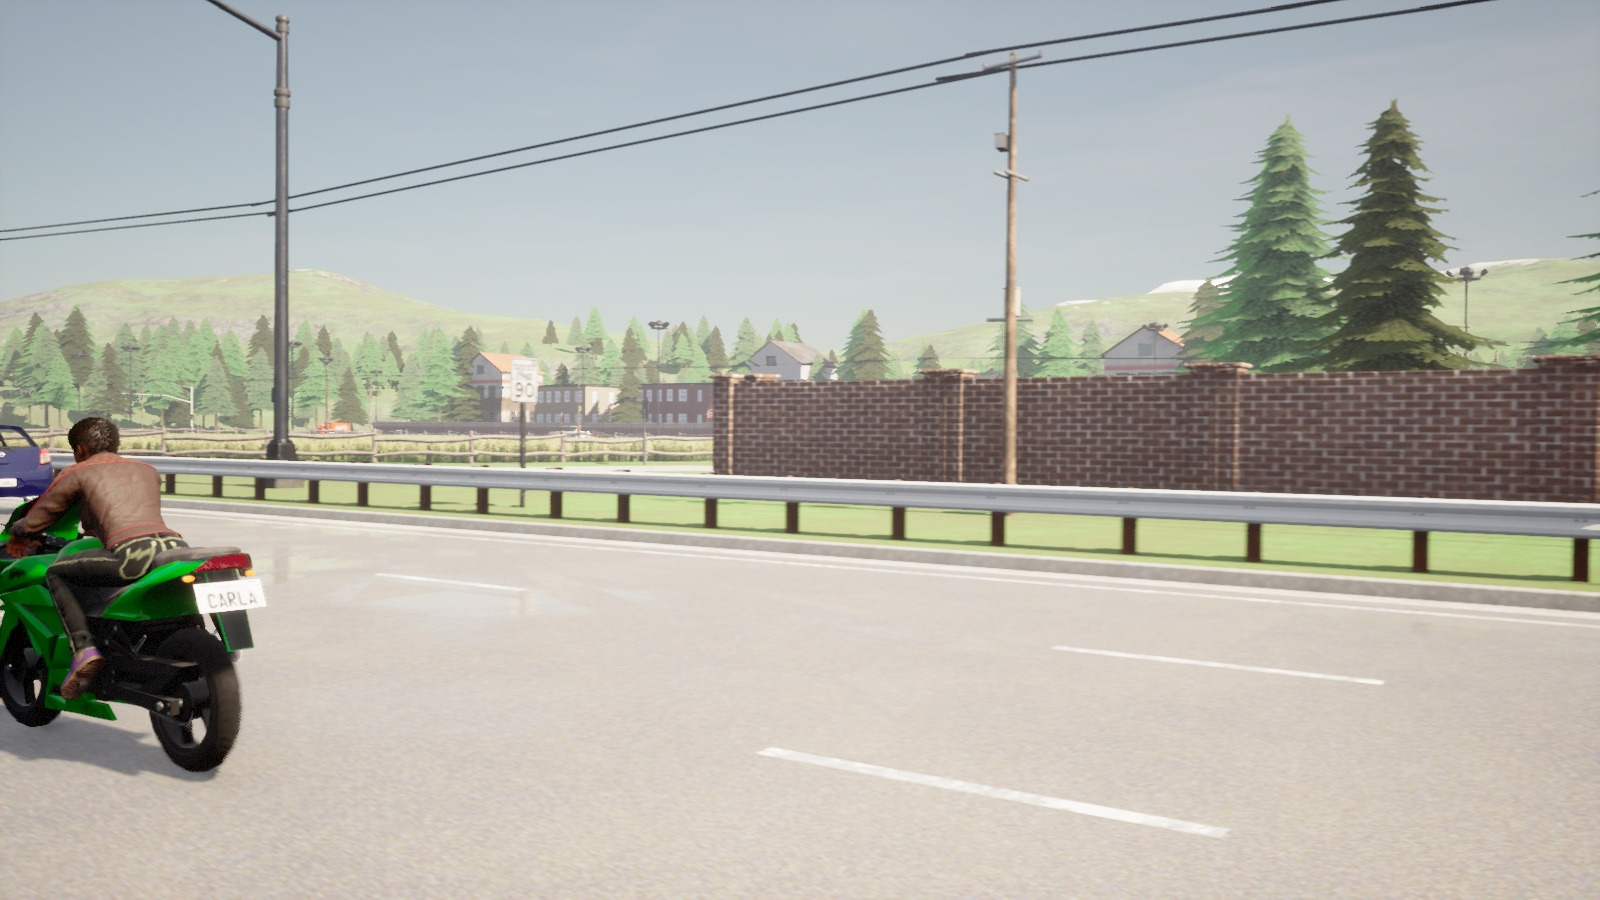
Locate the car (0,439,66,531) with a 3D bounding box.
[{"bbox_3d":[-14.589,0.580,21.718,3.633,1.501,1.845,0,1,34],"label":"car"}]

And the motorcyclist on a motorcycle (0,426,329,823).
[{"bbox_3d":[-3.134,0.664,5.705,2.044,1.523,0.797,0,1,34],"label":"motorcyclist on a motorcycle"}]
